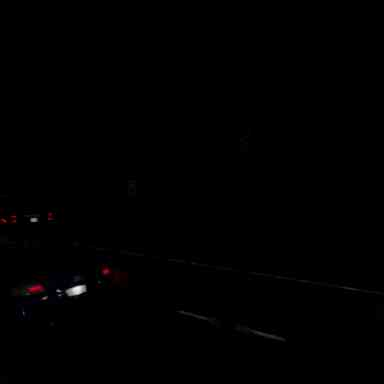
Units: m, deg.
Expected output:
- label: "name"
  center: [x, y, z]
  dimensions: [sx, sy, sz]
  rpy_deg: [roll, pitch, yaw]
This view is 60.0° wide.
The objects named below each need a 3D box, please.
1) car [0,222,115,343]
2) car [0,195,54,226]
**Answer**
- label: "car"
  center: [-3.459, 1.525, 6.462]
  dimensions: [4.181, 1.385, 1.994]
  rpy_deg: [0, 0, 36]
- label: "car"
  center: [-8.131, 1.133, 14.136]
  dimensions: [5.566, 2.045, 2.150]
  rpy_deg: [0, 0, 36]
